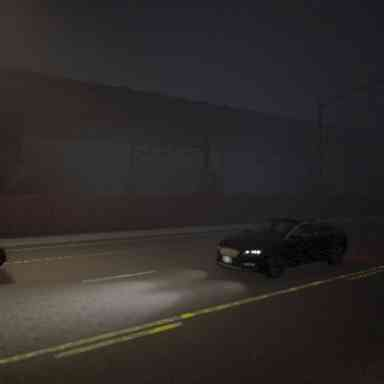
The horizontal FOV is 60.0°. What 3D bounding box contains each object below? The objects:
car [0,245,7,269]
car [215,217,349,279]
[{"bbox_3d":[-7.000,1.587,7.598,4.718,1.301,1.895,1,0,-35],"label":"car"},{"bbox_3d":[2.939,1.576,10.387,4.902,1.511,2.128,1,0,-35],"label":"car"}]
